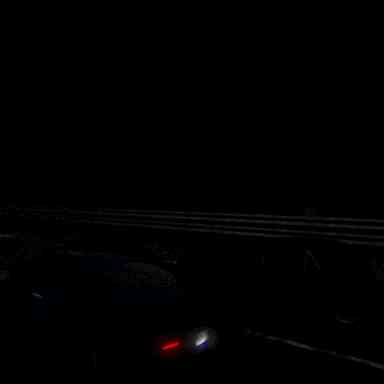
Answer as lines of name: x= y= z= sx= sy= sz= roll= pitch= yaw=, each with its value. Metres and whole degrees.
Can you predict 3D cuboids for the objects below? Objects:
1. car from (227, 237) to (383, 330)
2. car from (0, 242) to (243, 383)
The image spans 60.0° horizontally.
car: x=1.921 y=1.606 z=6.922 sx=4.718 sy=1.301 sz=1.895 roll=0 pitch=0 yaw=36
car: x=-1.756 y=1.536 z=5.247 sx=4.674 sy=1.442 sz=1.812 roll=0 pitch=0 yaw=36
